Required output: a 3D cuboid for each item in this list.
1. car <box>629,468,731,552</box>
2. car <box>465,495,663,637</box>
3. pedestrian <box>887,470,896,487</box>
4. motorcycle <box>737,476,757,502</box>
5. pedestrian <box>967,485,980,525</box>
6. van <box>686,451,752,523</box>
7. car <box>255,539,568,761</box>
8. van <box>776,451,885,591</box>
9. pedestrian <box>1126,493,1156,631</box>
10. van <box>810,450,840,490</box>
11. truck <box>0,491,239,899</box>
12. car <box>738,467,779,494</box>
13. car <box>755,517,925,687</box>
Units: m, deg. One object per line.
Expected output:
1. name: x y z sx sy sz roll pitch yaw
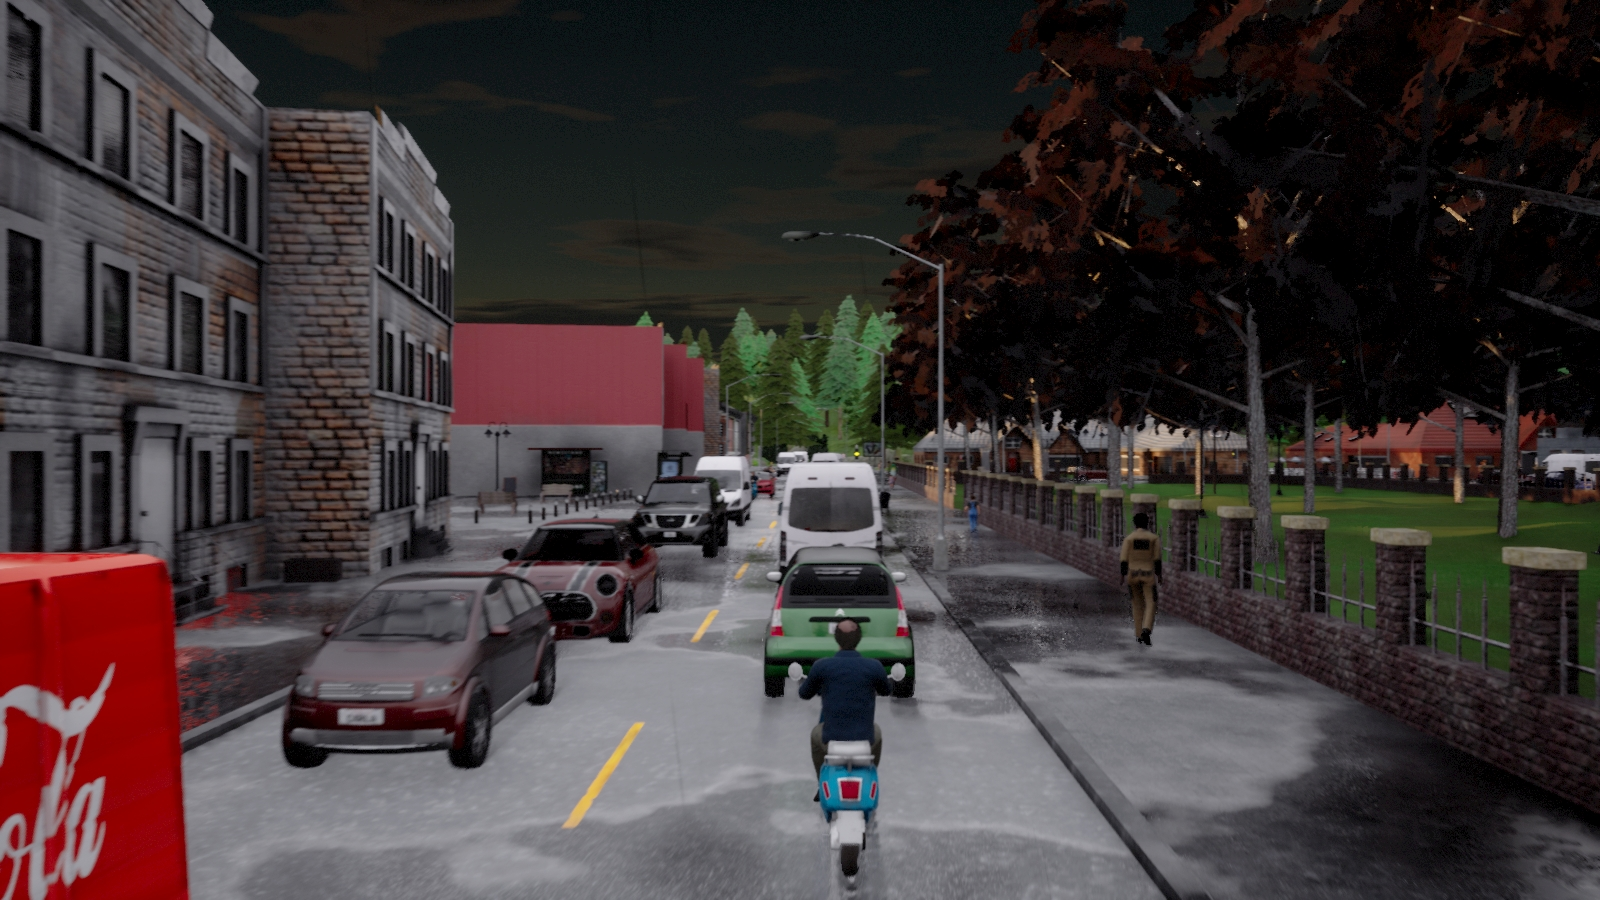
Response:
1. car: -3.190 1.556 31.556 2.150 2.045 5.566 0 0 1
2. car: -3.509 1.684 17.958 2.097 1.767 4.553 0 0 1
3. pedestrian: 6.096 1.900 76.273 0.500 1.100 0.500 0 0 -5
4. motorcycle: -2.698 1.980 57.883 0.867 1.251 2.209 0 0 1
5. pedestrian: 5.682 1.804 37.382 0.375 1.300 0.375 0 0 1
6. van: -2.993 1.310 43.652 1.988 2.561 5.915 0 0 1
7. car: -3.603 1.805 11.345 1.789 1.549 3.705 0 0 1
8. van: 0.622 1.312 23.911 1.988 2.561 5.915 0 0 1
9. pedestrian: 4.707 1.525 15.750 0.375 1.860 0.375 0 0 19
10. van: 1.696 1.308 77.521 1.988 2.561 5.915 0 0 1
11. truck: -3.774 1.362 2.306 2.627 2.467 5.204 0 -1 1
12. car: -2.472 1.835 69.081 2.231 1.480 4.892 0 0 1
13. car: 0.467 1.778 14.458 1.851 1.617 3.988 0 0 1
